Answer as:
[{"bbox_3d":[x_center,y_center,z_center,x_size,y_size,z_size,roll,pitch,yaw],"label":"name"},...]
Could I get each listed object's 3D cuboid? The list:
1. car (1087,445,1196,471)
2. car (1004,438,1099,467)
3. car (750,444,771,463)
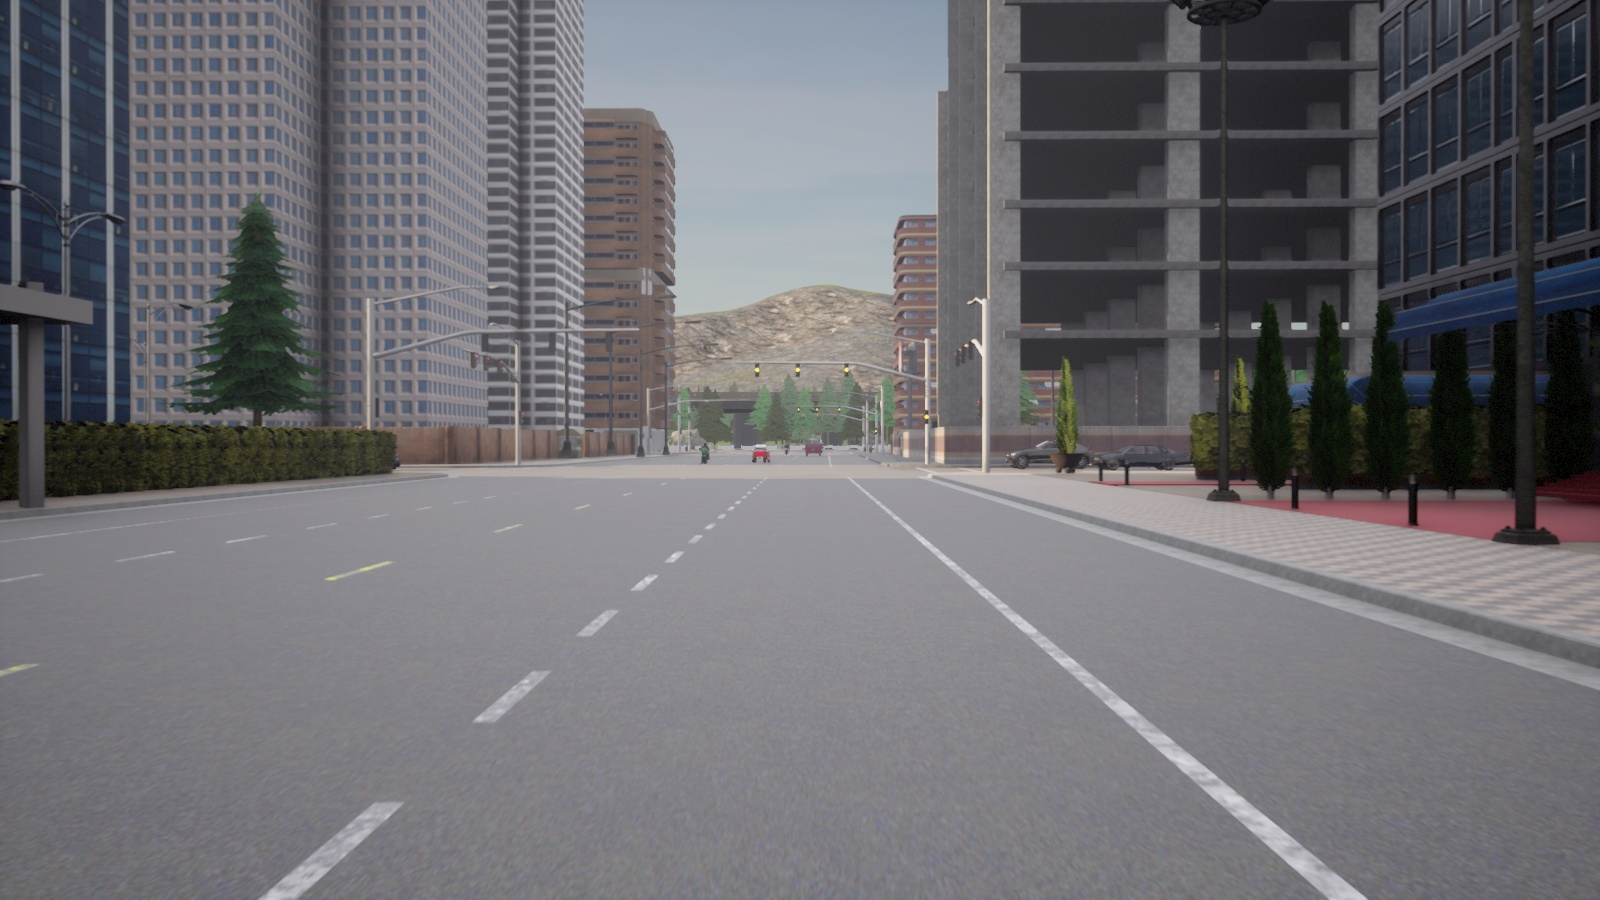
[{"bbox_3d":[18.440,0.425,68.046,5.357,1.411,2.033,0,0,1],"label":"car"},{"bbox_3d":[14.291,0.133,71.596,5.027,1.651,2.152,0,0,1],"label":"car"},{"bbox_3d":[-2.965,0.262,95.205,1.481,1.376,2.207,0,1,1],"label":"car"}]
